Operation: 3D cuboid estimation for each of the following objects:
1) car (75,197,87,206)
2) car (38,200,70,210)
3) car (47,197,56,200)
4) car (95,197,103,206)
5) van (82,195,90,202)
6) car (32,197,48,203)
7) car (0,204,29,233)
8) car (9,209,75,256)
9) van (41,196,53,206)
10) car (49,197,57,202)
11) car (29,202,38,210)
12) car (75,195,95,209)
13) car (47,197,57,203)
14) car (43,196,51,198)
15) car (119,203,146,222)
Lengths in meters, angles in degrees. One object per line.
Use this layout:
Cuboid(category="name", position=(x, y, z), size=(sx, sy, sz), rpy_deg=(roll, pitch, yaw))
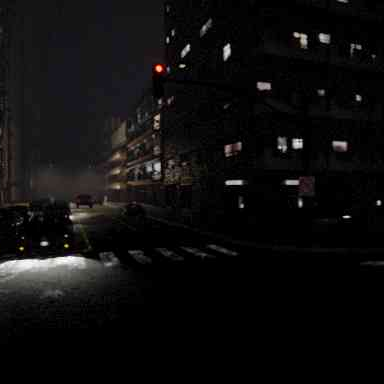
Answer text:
Cuboid(category="car", position=(-19.939, 1.739, 59.783), size=(1.812, 1.442, 4.674), rpy_deg=(0, 0, -21))
Cuboid(category="car", position=(-10.622, 1.653, 26.195), size=(2.033, 1.411, 5.357), rpy_deg=(0, 0, -20))
Cuboid(category="car", position=(-14.484, 1.637, 36.596), size=(2.128, 1.511, 4.902), rpy_deg=(0, 0, -21))
Cuboid(category="car", position=(-16.939, 1.631, 59.129), size=(1.967, 1.590, 4.097), rpy_deg=(-1, 0, -21))
Cuboid(category="van", position=(-28.945, 1.660, 90.862), size=(1.690, 1.788, 3.998), rpy_deg=(-1, 0, -21))
Cuboid(category="car", position=(-18.773, 1.727, 40.297), size=(1.887, 1.381, 4.507), rpy_deg=(-1, 0, -21))
Cuboid(category="car", position=(-10.712, 1.623, 18.983), size=(1.752, 1.417, 4.829), rpy_deg=(-1, 0, -21))
Cuboid(category="car", position=(-5.836, 1.620, 13.469), size=(1.994, 1.385, 4.181), rpy_deg=(0, 0, -20))
Cuboid(category="van", position=(-26.780, 1.607, 61.452), size=(1.690, 1.788, 3.998), rpy_deg=(-1, 0, -21))
Cuboid(category="car", position=(-36.777, 1.955, 87.897), size=(1.802, 1.307, 4.206), rpy_deg=(-1, 0, -21))
Cuboid(category="car", position=(-12.772, 1.685, 24.430), size=(1.947, 1.339, 4.313), rpy_deg=(-1, 0, -21))
Cuboid(category="car", position=(-16.287, 1.397, 50.114), size=(2.150, 2.045, 5.566), rpy_deg=(0, 0, -20))
Cuboid(category="car", position=(-34.777, 1.902, 82.608), size=(2.008, 1.369, 4.403), rpy_deg=(-1, 0, -21))
Cuboid(category="car", position=(-22.774, 1.768, 50.875), size=(1.887, 1.381, 4.507), rpy_deg=(-1, 0, -21))
Cuboid(category="car", position=(-4.934, 1.616, 27.396), size=(2.008, 1.369, 4.403), rpy_deg=(-1, 0, -21))
